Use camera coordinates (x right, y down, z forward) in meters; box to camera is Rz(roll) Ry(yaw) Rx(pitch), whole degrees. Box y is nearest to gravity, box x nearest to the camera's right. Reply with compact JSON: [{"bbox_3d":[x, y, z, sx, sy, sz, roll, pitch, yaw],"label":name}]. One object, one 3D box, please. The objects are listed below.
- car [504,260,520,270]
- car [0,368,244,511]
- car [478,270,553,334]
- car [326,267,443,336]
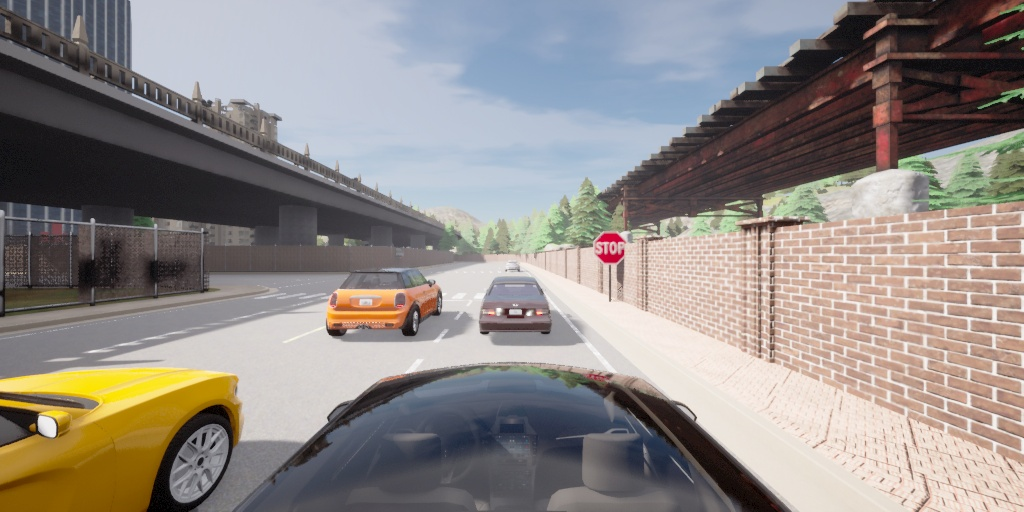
[{"bbox_3d":[0.068,1.276,46.348,1.812,1.442,4.674,0,0,-1],"label":"car"},{"bbox_3d":[-3.398,1.228,1.257,1.882,1.535,5.008,0,0,0],"label":"car"},{"bbox_3d":[0.078,1.297,10.537,2.033,1.411,5.357,0,0,0],"label":"car"},{"bbox_3d":[-3.423,1.102,10.515,2.097,1.767,4.553,0,0,0],"label":"car"}]
